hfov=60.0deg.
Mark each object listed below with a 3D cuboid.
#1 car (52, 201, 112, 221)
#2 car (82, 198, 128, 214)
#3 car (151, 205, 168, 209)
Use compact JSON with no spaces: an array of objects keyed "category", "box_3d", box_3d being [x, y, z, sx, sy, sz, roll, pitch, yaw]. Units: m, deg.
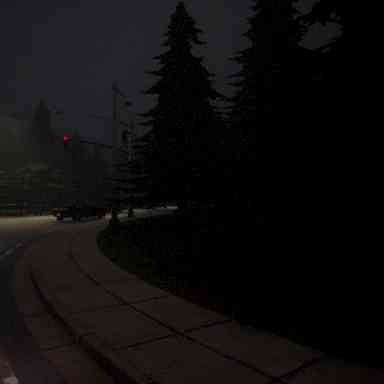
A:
[{"category":"car","box_3d":[-8.988,1.490,26.910,2.128,1.511,4.902,0,0,22]},{"category":"car","box_3d":[-9.339,1.490,36.224,2.128,1.511,4.902,0,0,26]},{"category":"car","box_3d":[-5.177,1.350,44.451,2.097,1.767,4.553,0,0,27]}]
